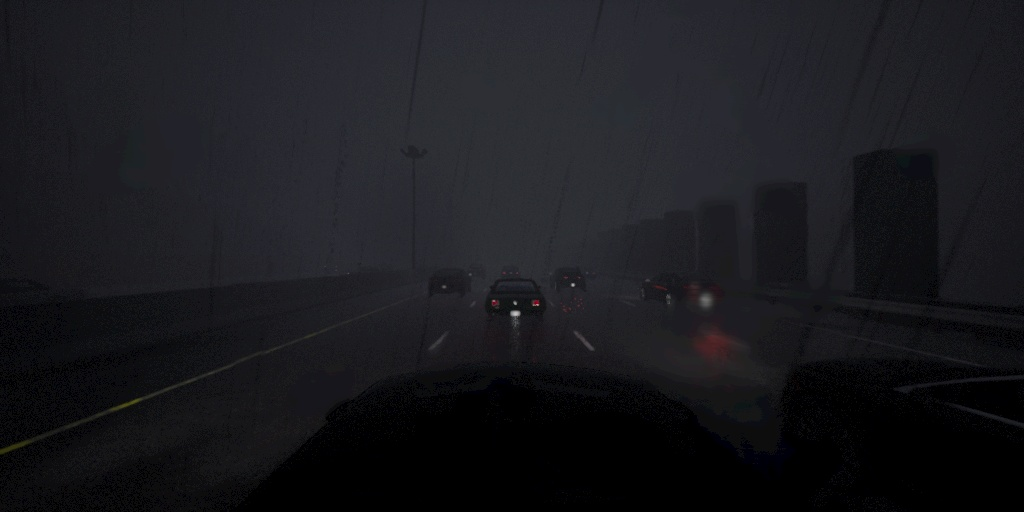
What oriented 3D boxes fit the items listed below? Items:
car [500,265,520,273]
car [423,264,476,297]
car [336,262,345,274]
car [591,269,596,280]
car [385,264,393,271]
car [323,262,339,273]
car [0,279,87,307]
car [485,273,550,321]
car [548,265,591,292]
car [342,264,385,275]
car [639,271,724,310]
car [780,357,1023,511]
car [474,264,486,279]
[{"bbox_3d":[-0.175,1.638,35.505,2.033,1.411,5.357,0,-1,-1],"label":"car"},{"bbox_3d":[-3.402,1.414,20.386,1.882,1.535,5.008,0,-1,0],"label":"car"},{"bbox_3d":[-22.065,1.826,49.731,1.895,1.301,4.718,0,-1,-4],"label":"car"},{"bbox_3d":[6.828,1.640,35.520,2.033,1.411,5.357,0,-1,-2],"label":"car"},{"bbox_3d":[-18.742,1.800,52.260,2.033,1.411,5.357,0,-1,-5],"label":"car"},{"bbox_3d":[-25.823,1.604,52.526,2.097,1.767,4.553,0,-1,-5],"label":"car"},{"bbox_3d":[-17.592,1.446,11.757,1.895,1.301,4.718,0,-1,0],"label":"car"},{"bbox_3d":[0.111,1.465,13.001,1.895,1.301,4.718,0,-1,0],"label":"car"},{"bbox_3d":[3.569,1.476,23.527,1.837,1.490,4.892,0,-1,-1],"label":"car"},{"bbox_3d":[-14.366,1.682,35.074,1.895,1.301,4.718,0,-1,-2],"label":"car"},{"bbox_3d":[7.112,1.397,15.558,1.837,1.490,4.892,0,-1,0],"label":"car"},{"bbox_3d":[3.614,1.242,1.624,2.128,1.511,4.902,0,-1,0],"label":"car"},{"bbox_3d":[-3.773,1.612,38.618,2.128,1.511,4.902,0,-1,-2],"label":"car"}]
